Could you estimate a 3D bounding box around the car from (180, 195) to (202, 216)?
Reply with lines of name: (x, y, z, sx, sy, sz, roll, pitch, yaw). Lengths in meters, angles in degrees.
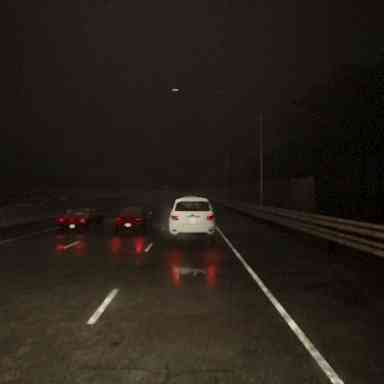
car: (-0.147, 1.385, 36.262, 2.150, 2.045, 5.566, 0, 0, -1)

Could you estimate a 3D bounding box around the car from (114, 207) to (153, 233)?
car: (-3.506, 1.635, 20.436, 1.812, 1.442, 4.674, 0, 0, 0)

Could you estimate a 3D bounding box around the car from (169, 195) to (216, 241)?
car: (0.017, 1.319, 17.373, 2.150, 2.045, 5.566, 0, 0, 0)

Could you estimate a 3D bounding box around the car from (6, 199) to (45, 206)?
car: (-17.747, 1.574, 36.370, 2.097, 1.767, 4.553, 0, 0, -1)

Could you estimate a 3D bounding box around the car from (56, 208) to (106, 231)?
car: (-7.014, 1.715, 21.644, 1.895, 1.301, 4.718, 0, 0, 0)

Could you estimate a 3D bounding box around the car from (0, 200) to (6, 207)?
car: (-21.246, 1.678, 36.118, 1.837, 1.490, 4.892, 0, 0, 0)
